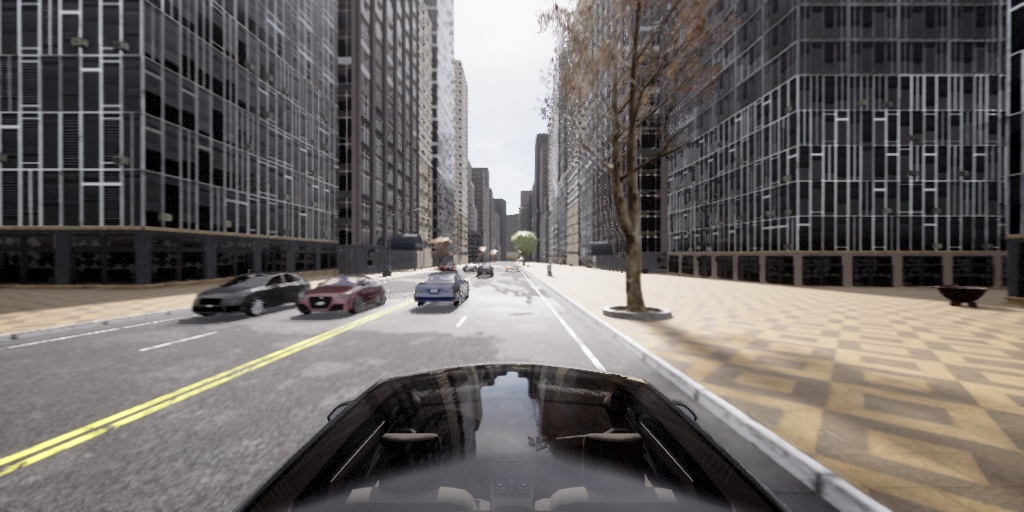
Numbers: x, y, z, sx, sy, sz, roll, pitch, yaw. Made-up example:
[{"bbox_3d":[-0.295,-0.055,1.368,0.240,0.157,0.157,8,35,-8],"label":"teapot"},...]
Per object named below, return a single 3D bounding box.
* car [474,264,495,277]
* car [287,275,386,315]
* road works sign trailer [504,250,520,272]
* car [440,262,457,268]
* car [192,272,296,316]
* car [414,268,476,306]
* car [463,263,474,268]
[{"bbox_3d":[-3.144,1.759,42.963,1.812,1.442,4.674,0,-1,0],"label":"car"},{"bbox_3d":[-6.597,1.462,14.333,1.994,1.385,4.181,0,-1,0],"label":"car"},{"bbox_3d":[0.025,0.857,61.449,2.380,3.560,2.880,0,0,1],"label":"road works sign trailer"},{"bbox_3d":[-9.800,1.730,55.271,2.097,1.767,4.553,0,-1,0],"label":"car"},{"bbox_3d":[-9.847,1.400,14.088,1.837,1.490,4.892,0,-1,0],"label":"car"},{"bbox_3d":[-3.146,1.476,16.957,2.033,1.411,5.357,0,-1,0],"label":"car"},{"bbox_3d":[-6.550,1.874,55.579,2.128,1.511,4.902,0,-1,0],"label":"car"}]
